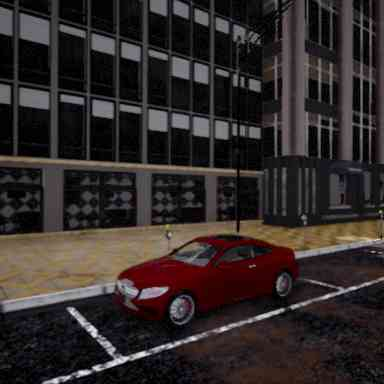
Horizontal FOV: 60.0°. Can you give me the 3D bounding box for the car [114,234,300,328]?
[{"bbox_3d":[0.512,1.585,6.914,4.206,1.307,1.802,0,0,-35],"label":"car"}]
